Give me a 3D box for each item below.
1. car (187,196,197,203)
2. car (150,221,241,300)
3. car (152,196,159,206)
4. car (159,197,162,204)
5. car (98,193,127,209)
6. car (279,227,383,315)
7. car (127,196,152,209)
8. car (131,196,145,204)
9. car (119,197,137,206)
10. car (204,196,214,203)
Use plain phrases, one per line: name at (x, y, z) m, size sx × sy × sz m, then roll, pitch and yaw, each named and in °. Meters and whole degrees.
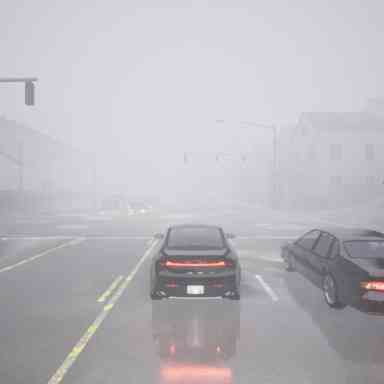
car at (0.007, 1.547, 69.151) m, size 2.033 × 1.411 × 5.357 m, roll 0°, pitch 0°, yaw 0°
car at (0.076, 1.505, 8.384) m, size 1.837 × 1.490 × 4.892 m, roll 0°, pitch 0°, yaw 0°
car at (-7.085, 1.505, 54.619) m, size 1.837 × 1.490 × 4.892 m, roll 0°, pitch 0°, yaw 0°
car at (-7.032, 1.547, 65.030) m, size 2.033 × 1.411 × 5.357 m, roll 0°, pitch 0°, yaw 1°
car at (-10.596, 1.221, 44.950) m, size 2.150 × 2.045 × 5.566 m, roll 0°, pitch 0°, yaw 0°
car at (3.576, 1.547, 7.808) m, size 2.033 × 1.411 × 5.357 m, roll 0°, pitch 0°, yaw 0°
car at (-7.094, 1.477, 45.164) m, size 1.882 × 1.535 × 5.008 m, roll 0°, pitch 0°, yaw 0°
car at (-10.527, 1.505, 65.388) m, size 1.837 × 1.490 × 4.892 m, roll 0°, pitch 0°, yaw 0°
car at (-10.582, 1.547, 55.196) m, size 2.033 × 1.411 × 5.357 m, roll 0°, pitch 0°, yaw 0°
car at (3.505, 1.545, 69.150) m, size 2.033 × 1.411 × 5.357 m, roll 0°, pitch 0°, yaw 0°
